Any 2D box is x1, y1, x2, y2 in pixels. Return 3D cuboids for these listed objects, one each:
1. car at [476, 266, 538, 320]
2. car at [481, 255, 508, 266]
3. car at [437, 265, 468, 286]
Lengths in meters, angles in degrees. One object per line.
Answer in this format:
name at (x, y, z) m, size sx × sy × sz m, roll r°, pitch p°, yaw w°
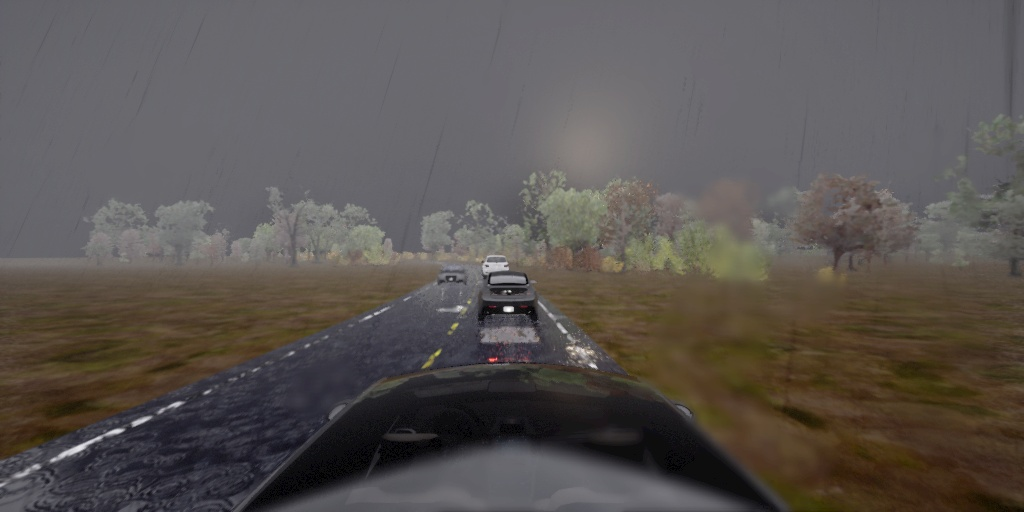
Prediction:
car at (-0.181, 1.256, 12.557) m, size 1.837 × 1.490 × 4.892 m, roll 0°, pitch 0°, yaw -2°
car at (-1.523, 0.975, 31.921) m, size 2.150 × 2.045 × 5.566 m, roll 0°, pitch 0°, yaw -6°
car at (-4.166, 1.321, 25.628) m, size 1.994 × 1.385 × 4.181 m, roll 0°, pitch 0°, yaw -5°
